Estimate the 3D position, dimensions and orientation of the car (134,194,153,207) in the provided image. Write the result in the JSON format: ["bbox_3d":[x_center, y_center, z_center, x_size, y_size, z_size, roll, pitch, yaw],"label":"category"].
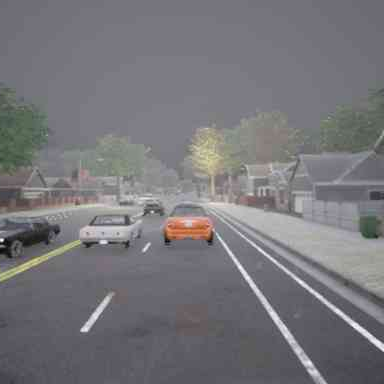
[{"bbox_3d":[-7.307,1.324,53.268,2.150,2.045,5.566,0,0,0],"label":"car"}]

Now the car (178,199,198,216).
[{"bbox_3d":[-0.395,1.525,34.166,1.882,1.535,5.008,0,0,-1],"label":"car"}]

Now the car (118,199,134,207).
[{"bbox_3d":[-10.559,1.710,53.756,1.895,1.301,4.718,0,0,0],"label":"car"}]

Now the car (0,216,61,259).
[{"bbox_3d":[-6.822,1.620,12.754,1.895,1.301,4.718,0,0,-1],"label":"car"}]

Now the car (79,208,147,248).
[{"bbox_3d":[-3.398,1.617,14.893,1.895,1.301,4.718,0,0,-1],"label":"car"}]

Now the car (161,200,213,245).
[{"bbox_3d":[-0.160,1.364,15.869,2.097,1.767,4.553,0,0,-1],"label":"car"}]

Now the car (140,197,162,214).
[{"bbox_3d":[-3.627,1.554,32.641,1.837,1.490,4.892,0,0,-1],"label":"car"}]
